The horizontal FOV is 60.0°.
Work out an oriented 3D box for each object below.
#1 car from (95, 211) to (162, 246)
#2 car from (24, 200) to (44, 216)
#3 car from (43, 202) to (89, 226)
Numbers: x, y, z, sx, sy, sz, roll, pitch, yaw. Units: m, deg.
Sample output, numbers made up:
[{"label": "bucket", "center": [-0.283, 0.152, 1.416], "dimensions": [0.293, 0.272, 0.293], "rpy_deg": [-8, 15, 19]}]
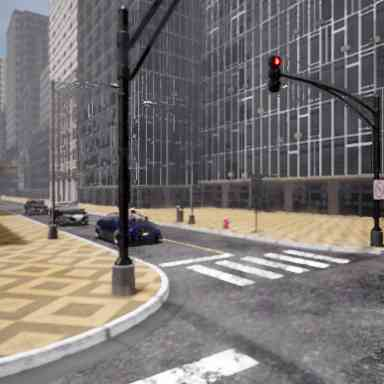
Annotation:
[{"label": "car", "center": [-3.157, 1.639, 16.041], "dimensions": [1.994, 1.385, 4.181], "rpy_deg": [0, 0, -35]}, {"label": "car", "center": [-16.090, 1.573, 34.370], "dimensions": [1.837, 1.490, 4.892], "rpy_deg": [0, 1, -35]}, {"label": "car", "center": [-9.034, 1.564, 24.357], "dimensions": [2.128, 1.511, 4.902], "rpy_deg": [0, 0, -35]}]
